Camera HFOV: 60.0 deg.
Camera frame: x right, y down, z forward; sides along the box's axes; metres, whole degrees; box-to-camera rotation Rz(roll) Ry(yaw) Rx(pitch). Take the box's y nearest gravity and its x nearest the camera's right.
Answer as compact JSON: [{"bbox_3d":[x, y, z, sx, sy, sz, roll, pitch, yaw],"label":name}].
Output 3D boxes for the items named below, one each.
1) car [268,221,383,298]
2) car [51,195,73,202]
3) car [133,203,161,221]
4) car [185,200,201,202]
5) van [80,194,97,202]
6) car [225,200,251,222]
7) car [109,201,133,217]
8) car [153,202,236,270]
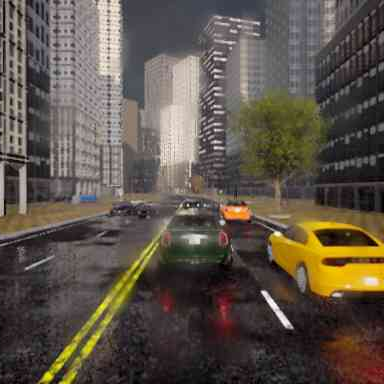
[{"bbox_3d":[3.322,1.492,8.633,1.882,1.535,5.008,0,0,0],"label":"car"},{"bbox_3d":[-28.205,1.421,72.152,4.507,1.381,1.887,0,0,1],"label":"car"},{"bbox_3d":[-3.357,1.636,27.853,1.895,1.301,4.718,0,0,0],"label":"car"},{"bbox_3d":[0.080,1.386,26.413,2.097,1.767,4.553,0,0,0],"label":"car"},{"bbox_3d":[-22.666,1.243,72.106,3.998,1.788,1.690,0,0,1],"label":"van"},{"bbox_3d":[3.330,1.386,26.411,2.097,1.767,4.553,0,0,0],"label":"car"},{"bbox_3d":[-6.606,1.602,32.196,1.994,1.385,4.181,0,0,0],"label":"car"},{"bbox_3d":[0.082,1.370,11.256,2.097,1.767,4.553,0,0,0],"label":"car"}]
